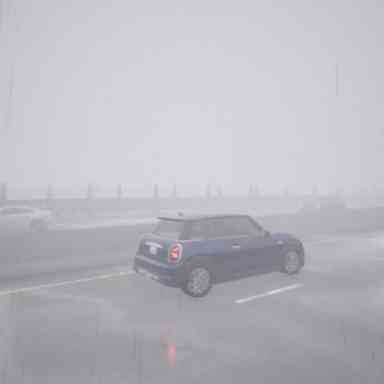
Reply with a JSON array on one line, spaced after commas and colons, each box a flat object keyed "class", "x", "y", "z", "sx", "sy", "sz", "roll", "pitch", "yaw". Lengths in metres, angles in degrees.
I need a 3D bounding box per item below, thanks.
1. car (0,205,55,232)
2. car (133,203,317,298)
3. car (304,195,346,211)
[{"class": "car", "x": -10.076, "y": 1.483, "z": 18.293, "sx": 4.674, "sy": 1.442, "sz": 1.812, "roll": -1, "pitch": 0, "yaw": -35}, {"class": "car", "x": 0.868, "y": 1.291, "z": 8.610, "sx": 4.553, "sy": 1.767, "sz": 2.097, "roll": -1, "pitch": 0, "yaw": -36}, {"class": "car", "x": 11.510, "y": 1.101, "z": 29.236, "sx": 4.553, "sy": 1.767, "sz": 2.097, "roll": -1, "pitch": 0, "yaw": -35}]
